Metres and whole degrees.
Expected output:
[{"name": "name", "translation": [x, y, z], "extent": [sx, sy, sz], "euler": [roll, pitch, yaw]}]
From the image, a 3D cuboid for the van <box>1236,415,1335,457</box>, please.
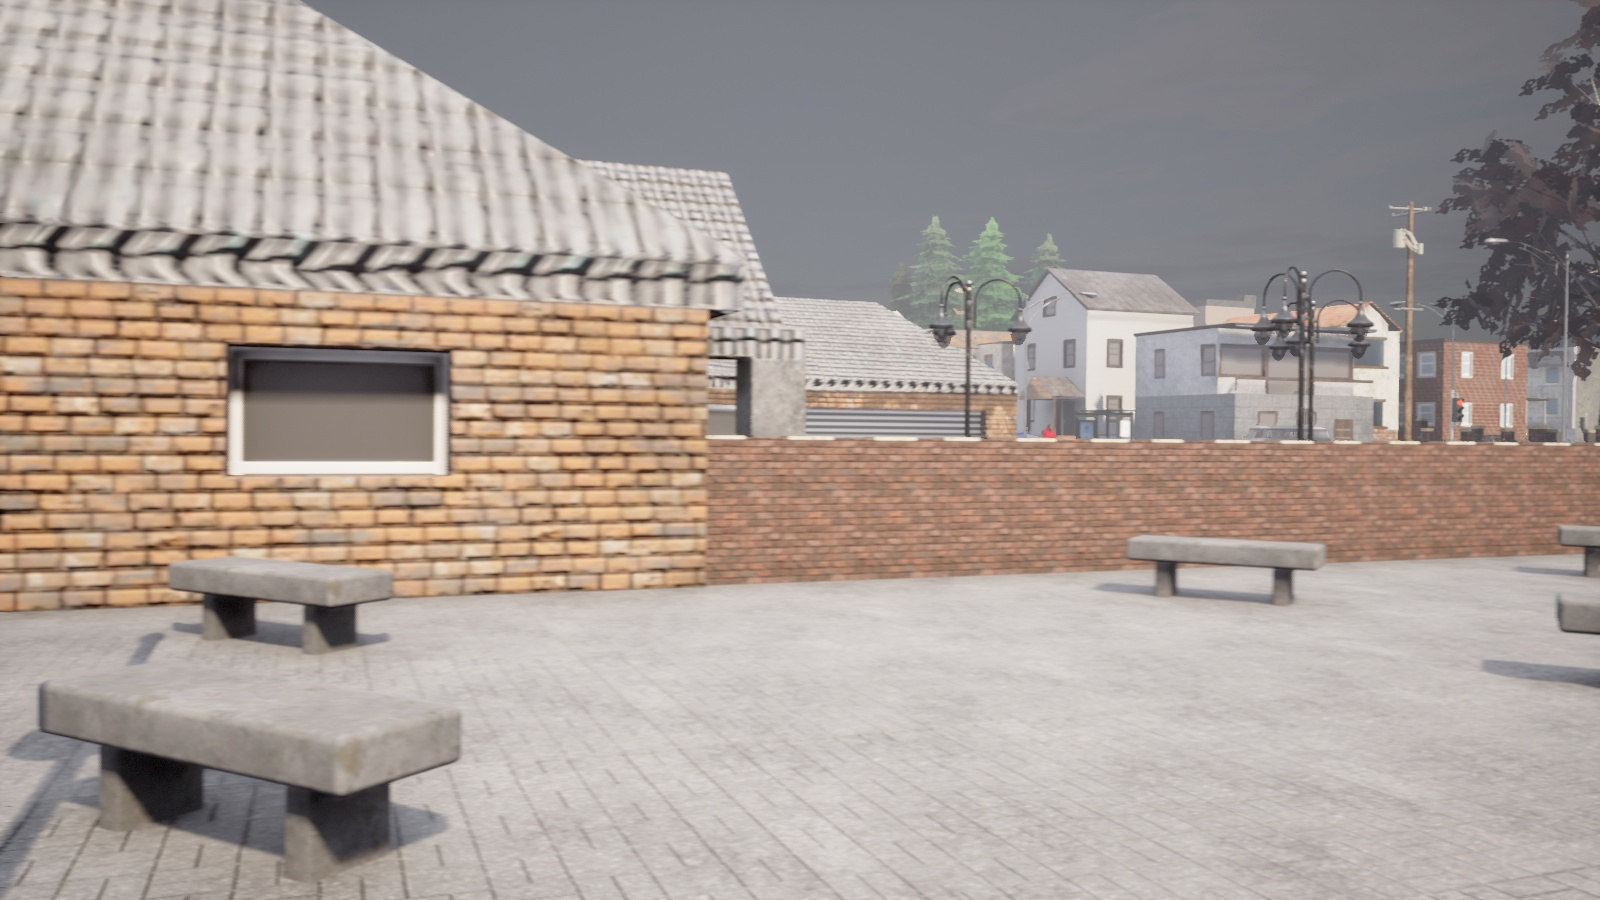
[{"name": "van", "translation": [23.715, -0.703, 61.318], "extent": [4.442, 1.987, 1.775], "euler": [-1, 1, -21]}]
